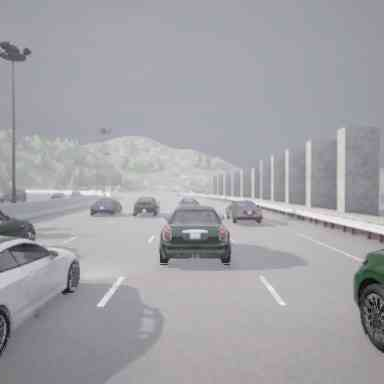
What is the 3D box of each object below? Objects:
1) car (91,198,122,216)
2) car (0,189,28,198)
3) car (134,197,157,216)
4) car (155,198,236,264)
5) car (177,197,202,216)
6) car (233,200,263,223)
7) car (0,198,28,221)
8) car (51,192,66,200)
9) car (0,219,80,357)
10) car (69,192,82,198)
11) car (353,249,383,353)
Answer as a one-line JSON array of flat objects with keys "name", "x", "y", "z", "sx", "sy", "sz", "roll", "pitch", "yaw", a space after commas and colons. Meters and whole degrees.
[{"name": "car", "x": -7.274, "y": 1.216, "z": 28.573, "sx": 1.994, "sy": 1.385, "sz": 4.181, "roll": 0, "pitch": 1, "yaw": -2}, {"name": "car", "x": -26.532, "y": 0.614, "z": 49.733, "sx": 2.150, "sy": 2.045, "sz": 5.566, "roll": 0, "pitch": 1, "yaw": -7}, {"name": "car", "x": -3.754, "y": 1.164, "z": 28.010, "sx": 1.837, "sy": 1.490, "sz": 4.892, "roll": 0, "pitch": 1, "yaw": -2}, {"name": "car", "x": 0.076, "y": 1.213, "z": 11.410, "sx": 2.097, "sy": 1.767, "sz": 4.553, "roll": 0, "pitch": 1, "yaw": 0}, {"name": "car", "x": -0.271, "y": 1.216, "z": 28.587, "sx": 1.994, "sy": 1.385, "sz": 4.181, "roll": 0, "pitch": 1, "yaw": -2}, {"name": "car", "x": 3.408, "y": 1.274, "z": 22.523, "sx": 2.033, "sy": 1.411, "sz": 5.357, "roll": 0, "pitch": 1, "yaw": -1}, {"name": "car", "x": -6.918, "y": 1.221, "z": 10.640, "sx": 2.097, "sy": 1.767, "sz": 4.553, "roll": 0, "pitch": 1, "yaw": 0}, {"name": "car", "x": -25.242, "y": 0.738, "z": 62.992, "sx": 2.033, "sy": 1.411, "sz": 5.357, "roll": 0, "pitch": 1, "yaw": -11}, {"name": "car", "x": -3.407, "y": 1.457, "z": 5.536, "sx": 1.812, "sy": 1.442, "sz": 4.674, "roll": 0, "pitch": 1, "yaw": 0}, {"name": "car", "x": -20.922, "y": 0.743, "z": 59.906, "sx": 1.837, "sy": 1.490, "sz": 4.892, "roll": 0, "pitch": 1, "yaw": -11}, {"name": "car", "x": 3.602, "y": 1.186, "z": 2.847, "sx": 2.150, "sy": 2.045, "sz": 5.566, "roll": 0, "pitch": 1, "yaw": 0}]
